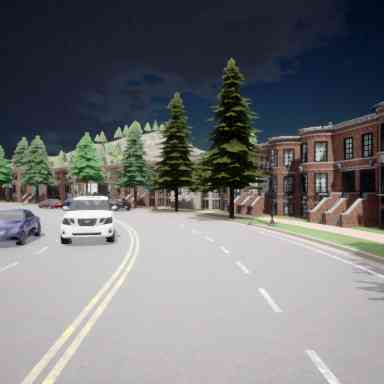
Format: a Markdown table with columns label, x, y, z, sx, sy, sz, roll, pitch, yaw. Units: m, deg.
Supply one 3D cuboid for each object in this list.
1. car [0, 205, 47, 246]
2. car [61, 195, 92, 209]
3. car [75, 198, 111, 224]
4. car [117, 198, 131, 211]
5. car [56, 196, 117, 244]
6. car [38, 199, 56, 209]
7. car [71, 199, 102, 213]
| label | x | y | z | sx | sy | sz | roll | pitch | yaw |
| --- | --- | --- | --- | --- | --- | --- | --- | --- | --- |
| car | -8.245 | 1.526 | 15.232 | 1.812 | 1.442 | 4.674 | 0 | 0 | -12 |
| car | -16.404 | 1.352 | 47.164 | 4.553 | 1.767 | 2.097 | 0 | 0 | 39 |
| car | -7.765 | 1.352 | 25.798 | 2.097 | 1.767 | 4.553 | 0 | 0 | -25 |
| car | -9.152 | 1.505 | 40.279 | 1.837 | 1.490 | 4.892 | 0 | 0 | -40 |
| car | -4.898 | 1.223 | 16.194 | 2.150 | 2.045 | 5.566 | 0 | 0 | -13 |
| car | -18.998 | 1.564 | 44.841 | 4.181 | 1.385 | 1.994 | 0 | 0 | 37 |
| car | -12.360 | 1.526 | 38.696 | 1.812 | 1.442 | 4.674 | 0 | 0 | -41 |
